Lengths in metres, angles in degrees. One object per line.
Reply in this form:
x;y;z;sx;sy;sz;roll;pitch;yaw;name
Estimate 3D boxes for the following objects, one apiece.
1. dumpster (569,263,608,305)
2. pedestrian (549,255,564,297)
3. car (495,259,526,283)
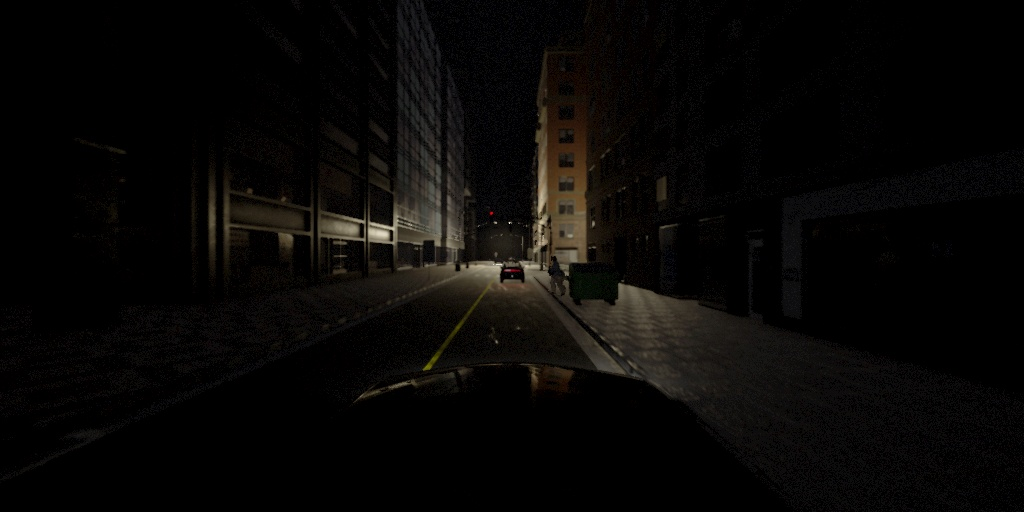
3.136;1.130;14.960;1.020;1.700;1.940;0;0;0;dumpster
1.985;0.863;16.124;0.375;1.860;0.375;0;0;-10;pedestrian
0.041;1.206;27.470;2.128;1.511;4.902;0;0;0;car
